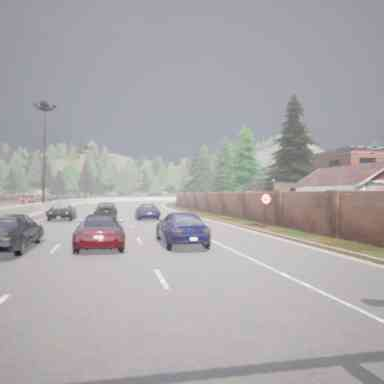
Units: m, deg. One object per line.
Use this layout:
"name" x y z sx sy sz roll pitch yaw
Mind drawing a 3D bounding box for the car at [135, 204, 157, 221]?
"car" -3.948 1.735 29.429 1.994 1.385 4.181 1 0 -13

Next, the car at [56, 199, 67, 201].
"car" -25.075 1.631 64.415 1.882 1.535 5.008 1 0 -4

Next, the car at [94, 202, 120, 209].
"car" -7.354 1.627 28.632 1.837 1.490 4.892 1 0 -13

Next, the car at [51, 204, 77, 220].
"car" -10.715 1.668 27.623 1.895 1.301 4.718 1 0 -13

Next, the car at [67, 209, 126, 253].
"car" -3.843 1.620 14.025 1.994 1.385 4.181 1 0 -13

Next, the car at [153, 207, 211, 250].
"car" -0.461 1.634 14.940 1.812 1.442 4.674 1 0 -13

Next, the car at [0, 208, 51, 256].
"car" -7.181 1.550 12.925 2.033 1.411 5.357 1 0 -13
